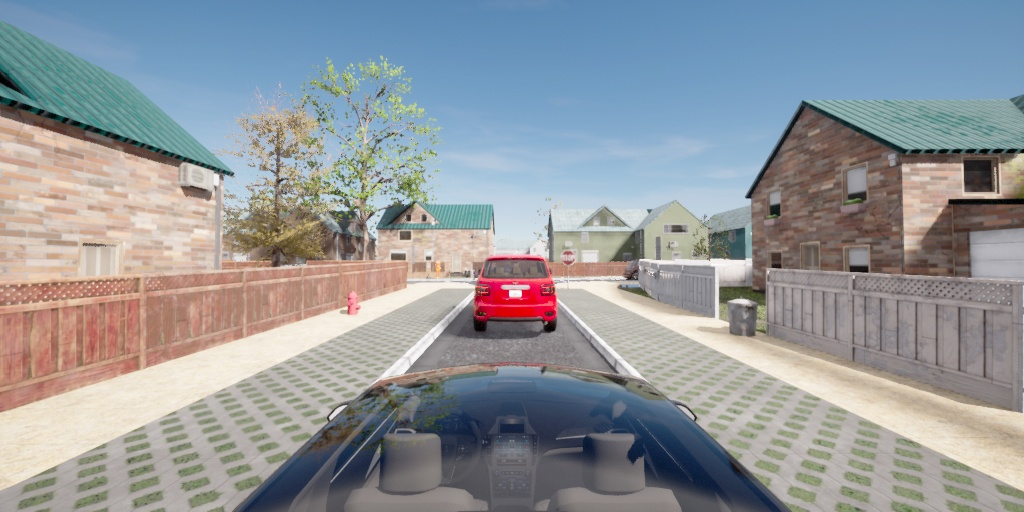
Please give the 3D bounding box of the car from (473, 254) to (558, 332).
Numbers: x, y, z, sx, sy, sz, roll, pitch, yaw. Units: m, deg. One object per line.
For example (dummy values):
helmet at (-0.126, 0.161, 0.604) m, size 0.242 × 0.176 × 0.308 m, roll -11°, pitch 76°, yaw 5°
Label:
car at (0.084, 0.975, 11.063) m, size 2.150 × 2.045 × 5.566 m, roll 0°, pitch 0°, yaw 0°

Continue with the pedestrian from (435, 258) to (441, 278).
pedestrian at (-6.753, 1.119, 32.678) m, size 0.375 × 1.860 × 0.375 m, roll 0°, pitch -1°, yaw 1°

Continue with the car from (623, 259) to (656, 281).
car at (10.695, 1.021, 26.610) m, size 4.553 × 1.767 × 2.097 m, roll 0°, pitch -1°, yaw 1°

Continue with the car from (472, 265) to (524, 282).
car at (-1.123, 1.416, 29.690) m, size 4.181 × 1.385 × 1.994 m, roll 0°, pitch -1°, yaw 1°
